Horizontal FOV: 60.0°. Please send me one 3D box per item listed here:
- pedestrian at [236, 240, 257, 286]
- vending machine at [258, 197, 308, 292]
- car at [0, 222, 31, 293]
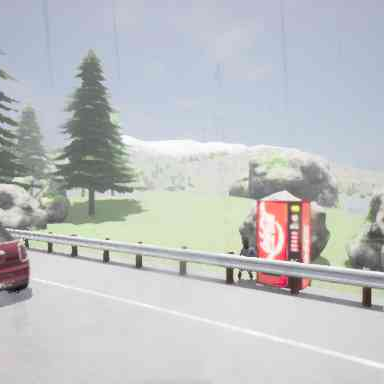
[{"bbox_3d":[1.360,1.292,8.161,0.375,1.860,0.375,0,0,34],"label":"pedestrian"},{"bbox_3d":[2.257,1.194,8.169,0.880,2.100,1.100,0,0,34],"label":"vending machine"},{"bbox_3d":[-5.766,1.349,7.484,4.553,1.767,2.097,0,0,31],"label":"car"}]
